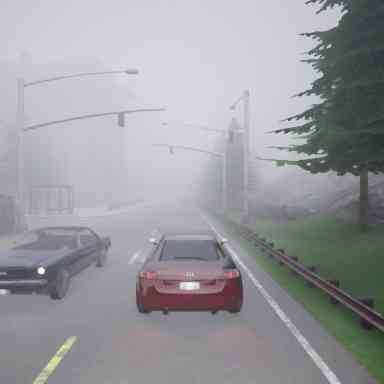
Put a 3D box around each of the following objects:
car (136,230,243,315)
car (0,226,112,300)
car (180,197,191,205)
[{"bbox_3d":[-0.072,1.564,7.657,1.994,1.385,4.181,0,0,-1],"label":"car"},{"bbox_3d":[-3.576,1.601,8.557,1.895,1.301,4.718,0,0,1],"label":"car"},{"bbox_3d":[-1.132,1.564,57.565,1.994,1.385,4.181,0,0,-1],"label":"car"}]
